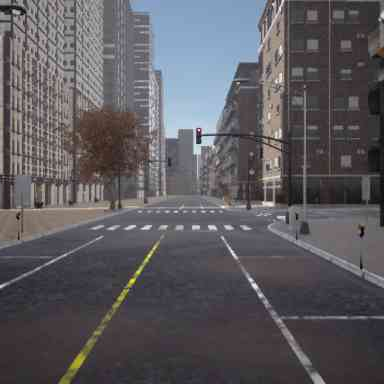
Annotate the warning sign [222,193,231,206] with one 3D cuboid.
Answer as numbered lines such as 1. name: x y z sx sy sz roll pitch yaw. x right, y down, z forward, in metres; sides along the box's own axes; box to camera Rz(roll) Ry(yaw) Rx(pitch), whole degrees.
1. warning sign: 5.069 1.146 49.012 1.300 1.860 1.060 0 0 0
